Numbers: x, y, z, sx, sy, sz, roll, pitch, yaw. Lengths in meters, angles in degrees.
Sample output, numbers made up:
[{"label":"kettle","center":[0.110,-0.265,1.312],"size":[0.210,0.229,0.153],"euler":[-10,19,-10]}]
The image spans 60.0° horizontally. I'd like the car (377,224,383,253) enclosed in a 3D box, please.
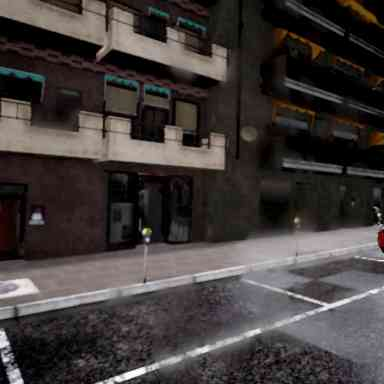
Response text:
[{"label":"car","center":[9.057,1.386,12.556],"size":[5.009,1.841,2.192],"euler":[0,1,-36]}]
